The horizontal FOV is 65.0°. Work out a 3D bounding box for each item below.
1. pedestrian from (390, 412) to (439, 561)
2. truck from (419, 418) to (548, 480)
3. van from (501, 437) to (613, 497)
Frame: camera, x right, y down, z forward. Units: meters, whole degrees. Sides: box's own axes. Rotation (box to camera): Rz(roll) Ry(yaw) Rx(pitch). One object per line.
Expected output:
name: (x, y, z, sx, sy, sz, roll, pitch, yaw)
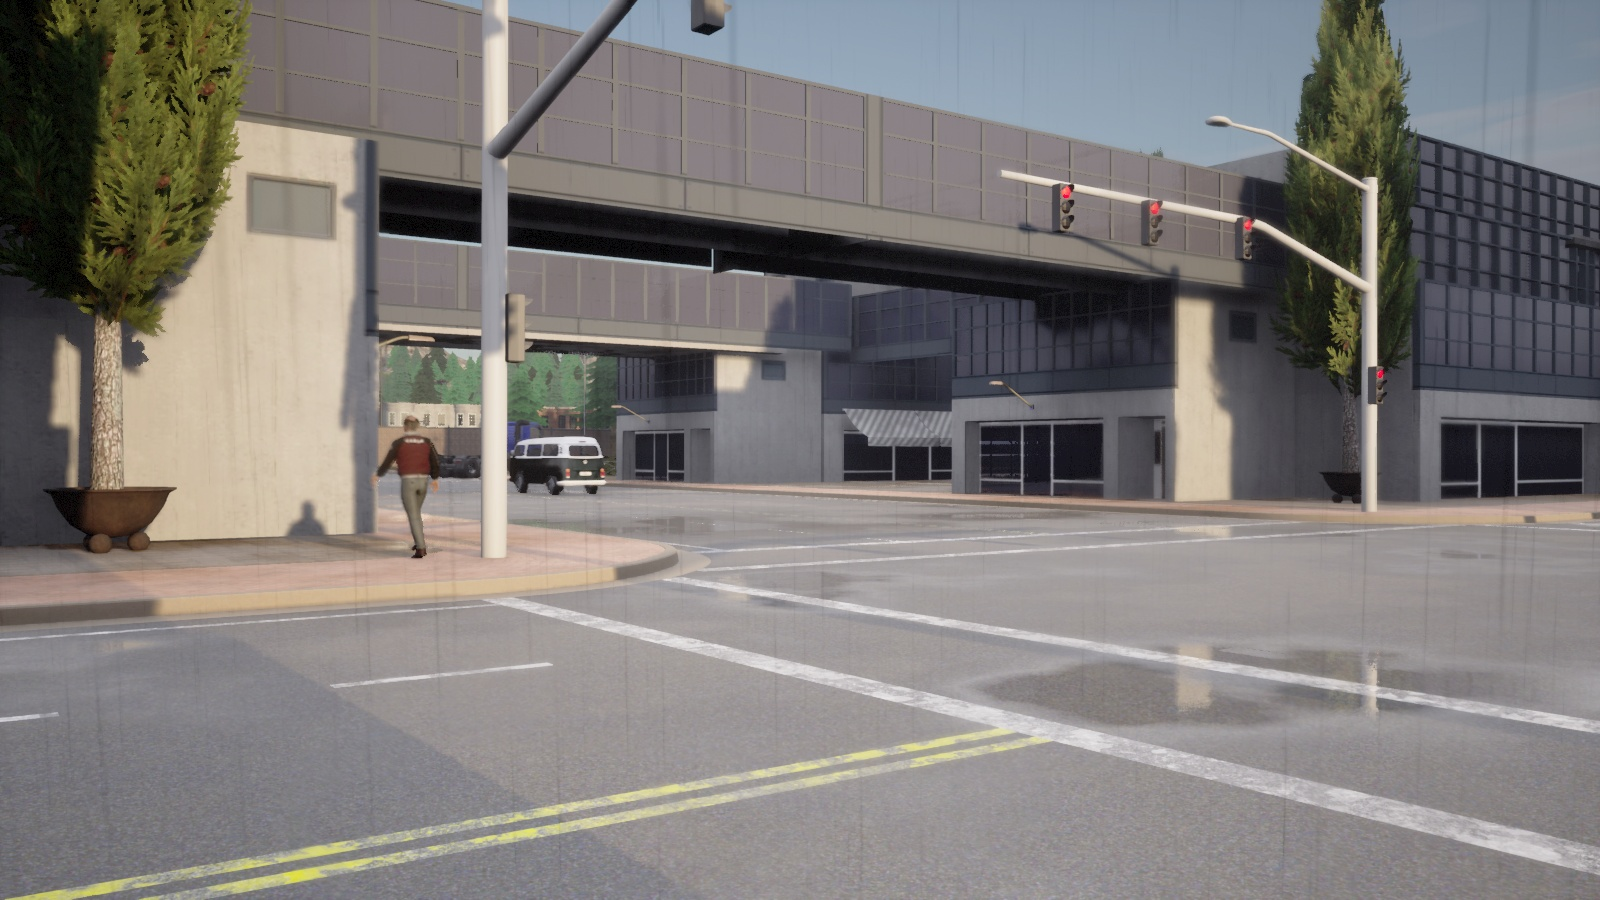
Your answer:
pedestrian: (-4.894, 0.453, 15.945, 0.376, 1.854, 0.720, 0, 0, -36)
truck: (-18.561, -0.016, 74.221, 2.891, 3.462, 7.936, 0, 0, 27)
van: (-8.772, 0.597, 45.083, 2.069, 2.038, 4.480, 0, 0, -39)
